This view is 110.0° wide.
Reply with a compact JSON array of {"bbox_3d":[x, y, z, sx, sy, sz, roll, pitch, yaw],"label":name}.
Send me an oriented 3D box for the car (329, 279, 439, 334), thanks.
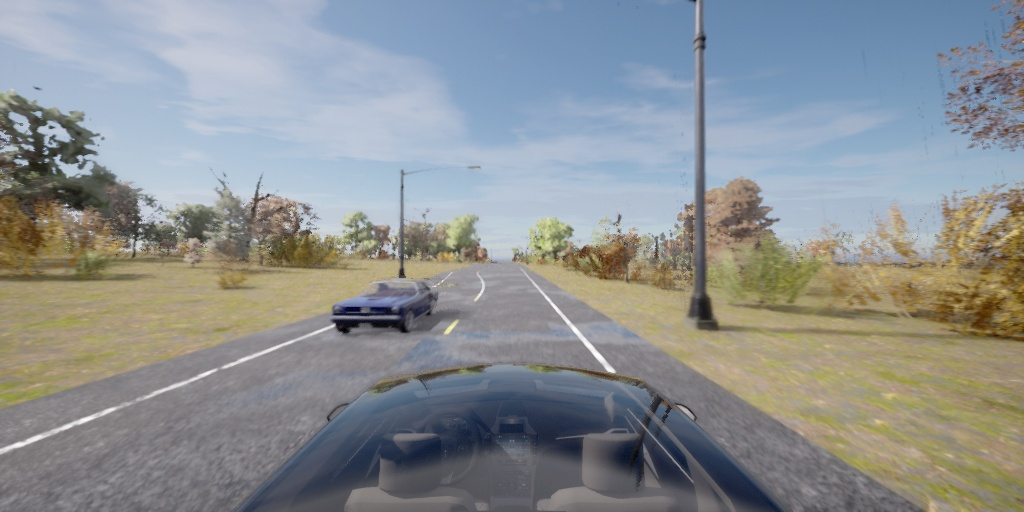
[{"bbox_3d":[-3.611,1.415,11.021,1.895,1.301,4.718,0,0,0],"label":"car"}]
